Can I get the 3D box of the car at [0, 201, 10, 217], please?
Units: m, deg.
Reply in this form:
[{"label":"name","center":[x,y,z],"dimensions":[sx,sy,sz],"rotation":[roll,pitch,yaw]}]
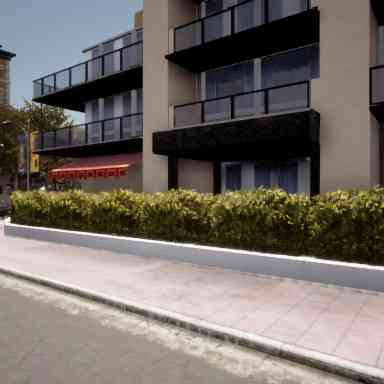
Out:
[{"label":"car","center":[-15.874,1.505,28.185],"dimensions":[1.837,1.490,4.892],"rotation":[0,0,36]}]
